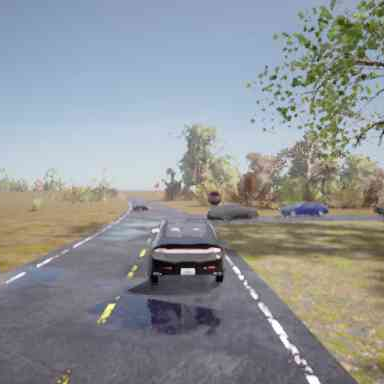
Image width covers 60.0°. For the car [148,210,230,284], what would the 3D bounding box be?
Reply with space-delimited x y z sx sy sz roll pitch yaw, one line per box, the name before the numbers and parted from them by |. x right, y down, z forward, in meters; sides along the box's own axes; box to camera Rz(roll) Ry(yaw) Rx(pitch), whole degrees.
car | -0.180 1.517 9.657 2.128 1.511 4.902 0 0 -2

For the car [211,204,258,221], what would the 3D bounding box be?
car | 3.289 1.632 26.510 4.181 1.385 1.994 0 -1 -33

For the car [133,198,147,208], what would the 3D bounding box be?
car | -8.106 1.680 51.665 1.994 1.385 4.181 0 0 -10

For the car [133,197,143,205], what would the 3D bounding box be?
car | -10.662 1.670 65.326 1.812 1.442 4.674 0 0 -11

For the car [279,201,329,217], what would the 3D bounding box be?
car | 10.669 1.631 31.705 4.674 1.442 1.812 0 0 -10

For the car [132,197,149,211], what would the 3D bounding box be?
car | -6.463 1.643 41.875 2.033 1.411 5.357 0 0 -9

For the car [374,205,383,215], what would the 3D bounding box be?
car | 20.578 1.691 33.458 4.181 1.385 1.994 0 0 -10
